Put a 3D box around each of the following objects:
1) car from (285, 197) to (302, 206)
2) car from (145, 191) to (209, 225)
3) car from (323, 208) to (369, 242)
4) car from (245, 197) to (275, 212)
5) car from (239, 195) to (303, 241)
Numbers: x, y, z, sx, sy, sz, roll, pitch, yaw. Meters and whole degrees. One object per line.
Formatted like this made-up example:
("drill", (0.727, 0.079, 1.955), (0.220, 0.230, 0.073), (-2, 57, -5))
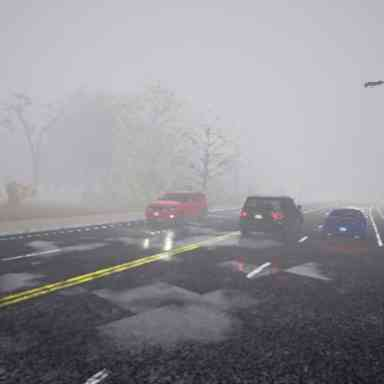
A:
("car", (17.064, 1.572, 55.802), (1.812, 1.442, 4.674), (2, 1, 29))
("car", (-0.791, 0.957, 21.890), (2.150, 2.045, 5.566), (2, 1, 28))
("car", (8.124, 1.587, 17.516), (1.882, 1.535, 5.008), (2, 1, 28))
("car", (8.033, 1.363, 38.947), (2.128, 1.511, 4.902), (2, 1, 28))
("car", (4.164, 1.192, 16.926), (2.150, 2.045, 5.566), (2, 1, 28))
